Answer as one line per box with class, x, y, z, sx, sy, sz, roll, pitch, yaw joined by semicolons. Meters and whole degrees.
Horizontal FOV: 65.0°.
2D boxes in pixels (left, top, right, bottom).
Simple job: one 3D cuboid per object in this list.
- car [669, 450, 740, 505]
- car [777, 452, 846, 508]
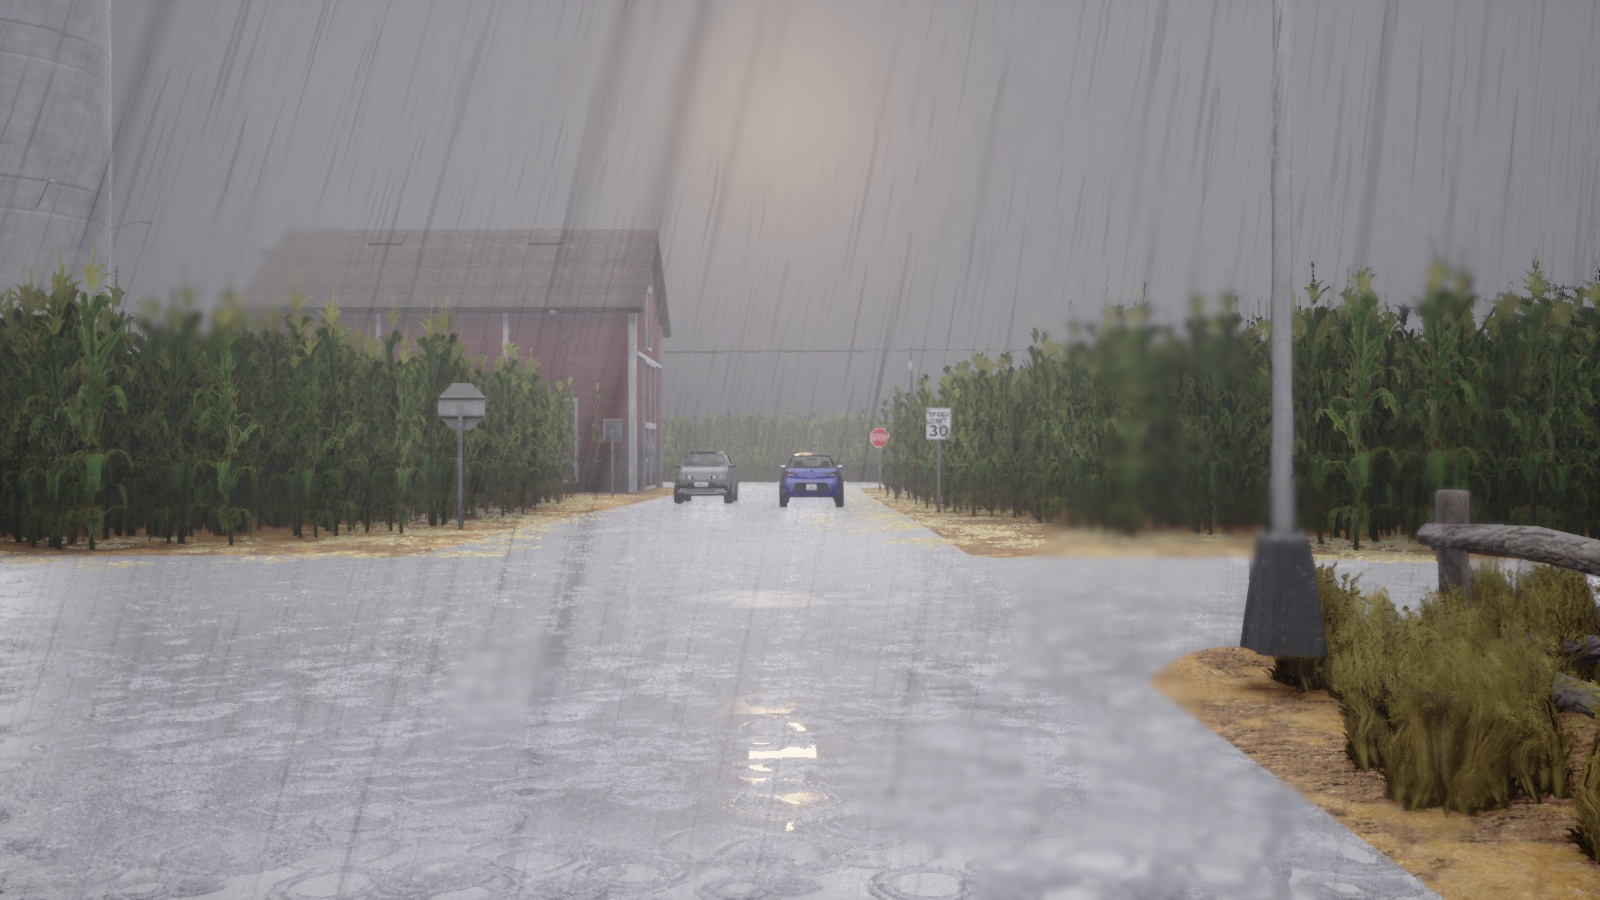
car;-2.762;0.797;37.164;1.789;1.549;3.705;0;-1;1
car;0.320;0.810;35.189;1.816;1.474;4.193;0;-1;1
